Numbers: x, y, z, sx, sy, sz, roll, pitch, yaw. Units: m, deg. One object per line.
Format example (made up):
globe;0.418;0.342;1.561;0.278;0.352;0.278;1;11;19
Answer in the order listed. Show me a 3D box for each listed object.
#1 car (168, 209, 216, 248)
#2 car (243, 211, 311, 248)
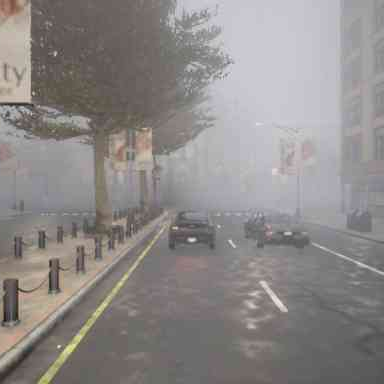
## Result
car;0.000;1.515;14.650;1.837;1.490;4.892;0;0;0
car;3.500;1.562;14.650;2.033;1.411;5.357;0;0;0
